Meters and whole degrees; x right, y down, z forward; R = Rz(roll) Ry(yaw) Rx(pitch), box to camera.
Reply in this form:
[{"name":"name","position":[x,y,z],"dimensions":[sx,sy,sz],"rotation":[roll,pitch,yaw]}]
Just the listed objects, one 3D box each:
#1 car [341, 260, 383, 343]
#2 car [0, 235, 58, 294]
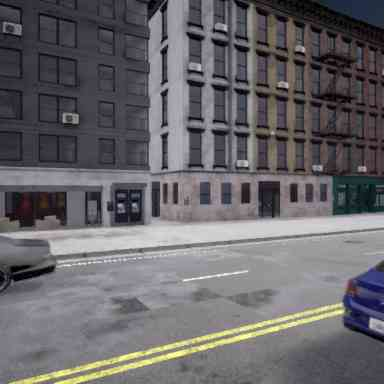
[{"name":"car","position":[4.399,1.523,5.292],"dimensions":[4.674,1.442,1.812],"rotation":[0,0,-29]},{"name":"car","position":[-5.872,1.547,7.322],"dimensions":[5.357,1.411,2.033],"rotation":[0,0,-29]}]
